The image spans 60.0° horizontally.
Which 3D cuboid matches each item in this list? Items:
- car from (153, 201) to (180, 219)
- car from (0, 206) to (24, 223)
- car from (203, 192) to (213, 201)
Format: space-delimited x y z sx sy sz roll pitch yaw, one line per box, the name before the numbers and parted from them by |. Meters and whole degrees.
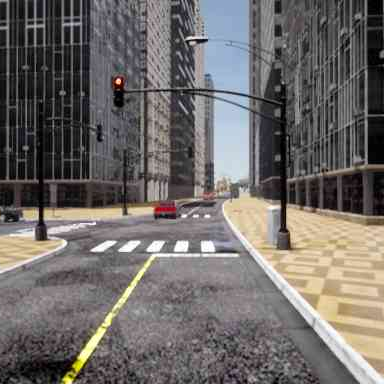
car | -2.106 1.502 28.935 1.882 1.535 5.008 0 1 3
car | -16.527 1.842 28.142 4.403 1.369 2.008 -1 1 10
car | 4.017 1.064 82.870 2.150 2.045 5.566 0 0 9
